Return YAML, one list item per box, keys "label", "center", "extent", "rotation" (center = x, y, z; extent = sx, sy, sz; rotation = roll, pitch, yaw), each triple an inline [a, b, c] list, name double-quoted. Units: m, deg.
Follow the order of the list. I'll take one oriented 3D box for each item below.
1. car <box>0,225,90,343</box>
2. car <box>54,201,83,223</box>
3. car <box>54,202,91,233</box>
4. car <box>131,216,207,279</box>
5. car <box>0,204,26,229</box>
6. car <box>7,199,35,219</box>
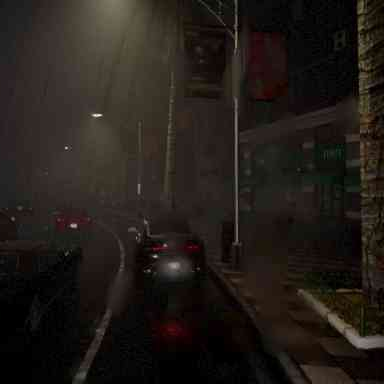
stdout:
- label: "car"
  center: [-3.474, 1.598, 6.400]
  extent: [1.895, 1.301, 4.718]
  rotation: [0, 0, -6]
- label: "car"
  center: [-9.904, 1.516, 26.563]
  extent: [1.812, 1.442, 4.674]
  rotation: [0, 0, -25]
- label: "car"
  center: [-6.761, 1.520, 18.873]
  extent: [1.812, 1.442, 4.674]
  rotation: [0, 0, -21]
- label: "car"
  center: [-0.838, 1.502, 10.176]
  extent: [1.837, 1.490, 4.892]
  rotation: [0, 0, -10]
- label: "car"
  center: [-8.419, 1.471, 13.416]
  extent: [1.882, 1.535, 5.008]
  rotation: [0, 0, -15]
- label: "car"
  center: [-14.593, 1.339, 28.306]
  extent: [2.097, 1.767, 4.553]
  rotation: [0, 0, -25]
